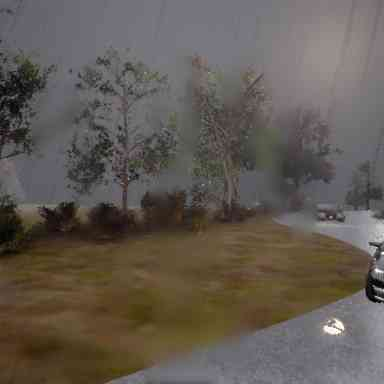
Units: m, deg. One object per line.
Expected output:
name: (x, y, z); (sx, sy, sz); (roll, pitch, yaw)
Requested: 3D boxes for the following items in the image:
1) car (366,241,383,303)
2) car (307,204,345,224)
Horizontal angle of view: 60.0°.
car: (5.303, 1.494, 7.539); (2.128, 1.511, 4.902); (0, 0, 36)
car: (9.953, 1.571, 25.054); (1.994, 1.385, 4.181); (0, 0, 9)
